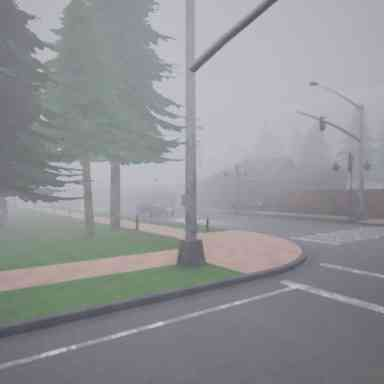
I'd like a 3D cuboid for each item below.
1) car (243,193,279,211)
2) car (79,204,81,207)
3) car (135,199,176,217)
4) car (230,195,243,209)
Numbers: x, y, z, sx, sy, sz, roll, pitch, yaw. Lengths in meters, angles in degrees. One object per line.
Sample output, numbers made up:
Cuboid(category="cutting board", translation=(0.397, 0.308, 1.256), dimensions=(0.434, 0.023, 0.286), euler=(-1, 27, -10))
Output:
Cuboid(category="car", translation=(8.154, 1.018, 36.120), dimensions=(4.605, 1.855, 1.932), euler=(0, 0, -37))
Cuboid(category="car", translation=(-17.988, 1.409, 48.993), dimensions=(2.128, 1.511, 4.902), euler=(0, 0, -40))
Cuboid(category="car", translation=(-3.345, 1.403, 29.898), dimensions=(2.128, 1.511, 4.902), euler=(0, 0, -37))
Cuboid(category="car", translation=(6.336, 1.022, 37.900), dimensions=(3.866, 1.878, 1.905), euler=(0, 0, -37))
